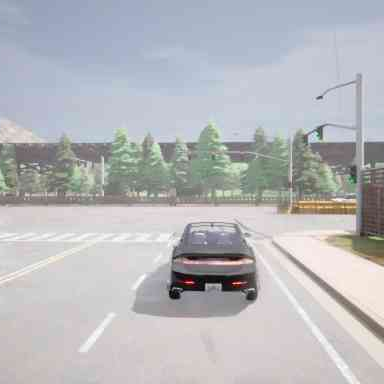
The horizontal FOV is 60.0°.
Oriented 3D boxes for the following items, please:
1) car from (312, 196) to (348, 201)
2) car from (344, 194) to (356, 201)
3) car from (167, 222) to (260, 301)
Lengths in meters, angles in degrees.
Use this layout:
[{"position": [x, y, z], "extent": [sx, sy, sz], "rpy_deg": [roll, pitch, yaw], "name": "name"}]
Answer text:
[{"position": [14.550, 1.491, 37.950], "extent": [4.902, 1.511, 2.128], "rpy_deg": [0, 0, 1], "name": "car"}, {"position": [19.831, 1.222, 41.332], "extent": [5.566, 2.045, 2.150], "rpy_deg": [0, 0, 2], "name": "car"}, {"position": [0.511, 1.492, 8.374], "extent": [2.128, 1.511, 4.902], "rpy_deg": [0, 0, 3], "name": "car"}]
